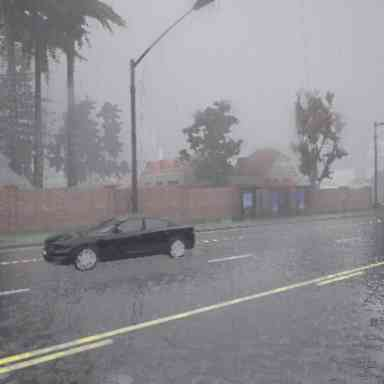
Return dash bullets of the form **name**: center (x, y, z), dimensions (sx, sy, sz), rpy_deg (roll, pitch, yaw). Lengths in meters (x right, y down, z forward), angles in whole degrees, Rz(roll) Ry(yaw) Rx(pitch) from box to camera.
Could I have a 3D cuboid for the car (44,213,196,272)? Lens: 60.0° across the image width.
- **car**: center (-2.189, 1.479, 11.030), dimensions (5.008, 1.535, 1.882), rpy_deg (0, 0, -36)
